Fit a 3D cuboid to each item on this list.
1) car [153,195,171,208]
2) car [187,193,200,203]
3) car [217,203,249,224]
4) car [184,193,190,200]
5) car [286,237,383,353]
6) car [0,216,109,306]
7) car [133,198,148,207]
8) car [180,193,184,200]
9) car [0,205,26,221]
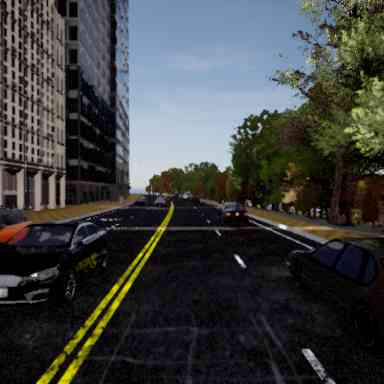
[{"bbox_3d":[-4.605,1.539,48.684,2.033,1.411,5.357,0,0,-3],"label":"car"},{"bbox_3d":[0.656,1.538,69.906,1.994,1.385,4.181,0,0,-4],"label":"car"},{"bbox_3d":[3.002,1.545,25.074,2.033,1.411,5.357,0,0,-2],"label":"car"},{"bbox_3d":[-0.226,1.528,80.928,1.994,1.385,4.181,0,0,-5],"label":"car"},{"bbox_3d":[3.320,1.546,6.062,2.033,1.411,5.357,0,0,0],"label":"car"},{"bbox_3d":[-3.403,1.492,8.237,2.128,1.511,4.902,0,0,-1],"label":"car"},{"bbox_3d":[-8.034,1.592,52.197,1.895,1.301,4.718,0,0,-3],"label":"car"},{"bbox_3d":[-1.238,1.173,91.968,2.150,2.045,5.566,0,0,-6],"label":"car"},{"bbox_3d":[-6.677,1.354,10.381,2.097,1.767,4.553,0,0,-1],"label":"car"}]
